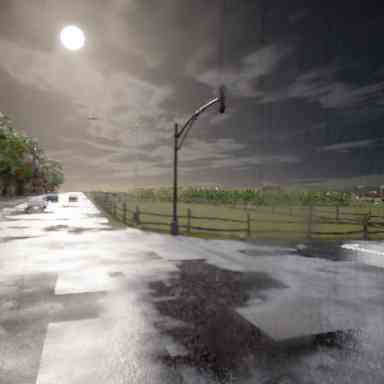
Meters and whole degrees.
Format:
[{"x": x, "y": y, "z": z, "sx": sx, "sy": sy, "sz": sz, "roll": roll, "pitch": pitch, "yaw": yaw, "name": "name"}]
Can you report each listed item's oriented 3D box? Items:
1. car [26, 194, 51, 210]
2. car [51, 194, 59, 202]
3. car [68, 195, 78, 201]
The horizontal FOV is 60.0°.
[{"x": -17.834, "y": 1.234, "z": 38.472, "sx": 1.812, "sy": 1.442, "sz": 4.674, "roll": 1, "pitch": 0, "yaw": -18, "name": "car"}, {"x": -25.465, "y": 1.065, "z": 61.056, "sx": 1.882, "sy": 1.535, "sz": 5.008, "roll": 1, "pitch": 0, "yaw": -19, "name": "car"}, {"x": -23.769, "y": 1.220, "z": 66.662, "sx": 1.895, "sy": 1.301, "sz": 4.718, "roll": 1, "pitch": 0, "yaw": -19, "name": "car"}]
